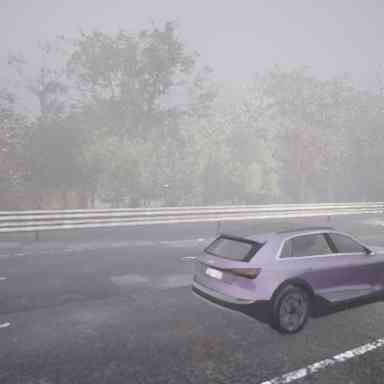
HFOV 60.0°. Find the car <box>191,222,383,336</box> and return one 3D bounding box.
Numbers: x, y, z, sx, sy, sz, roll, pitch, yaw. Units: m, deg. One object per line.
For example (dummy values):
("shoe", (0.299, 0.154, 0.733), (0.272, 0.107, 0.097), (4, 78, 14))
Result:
("car", (2.322, 1.435, 6.690), (4.856, 1.649, 2.033), (0, 0, -30))
